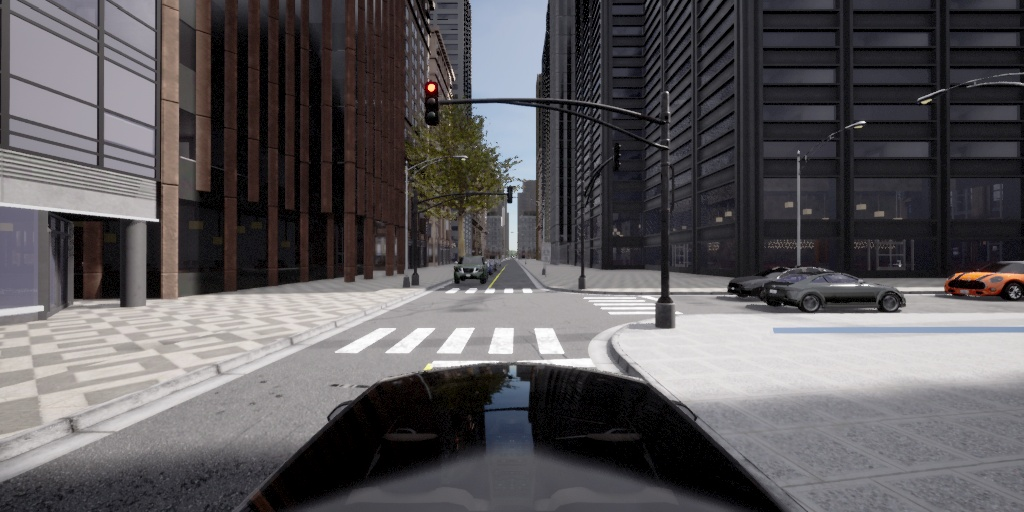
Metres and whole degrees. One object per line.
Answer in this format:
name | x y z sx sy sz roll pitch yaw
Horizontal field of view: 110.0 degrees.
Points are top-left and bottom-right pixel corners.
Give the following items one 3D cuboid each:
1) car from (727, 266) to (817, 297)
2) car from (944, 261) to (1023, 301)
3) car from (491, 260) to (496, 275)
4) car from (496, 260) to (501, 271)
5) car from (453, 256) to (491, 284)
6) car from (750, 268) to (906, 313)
car | 12.412 1.206 16.205 4.892 1.490 1.837 0 0 0
car | 22.696 1.017 16.200 4.553 1.767 2.097 0 0 0
car | -2.998 1.285 37.619 1.812 1.442 4.674 0 0 0
car | -2.960 1.267 47.647 2.128 1.511 4.902 0 0 0
car | -3.006 0.976 27.050 2.150 2.045 5.566 0 0 -1
car | 11.556 1.256 13.104 4.181 1.385 1.994 0 0 0
